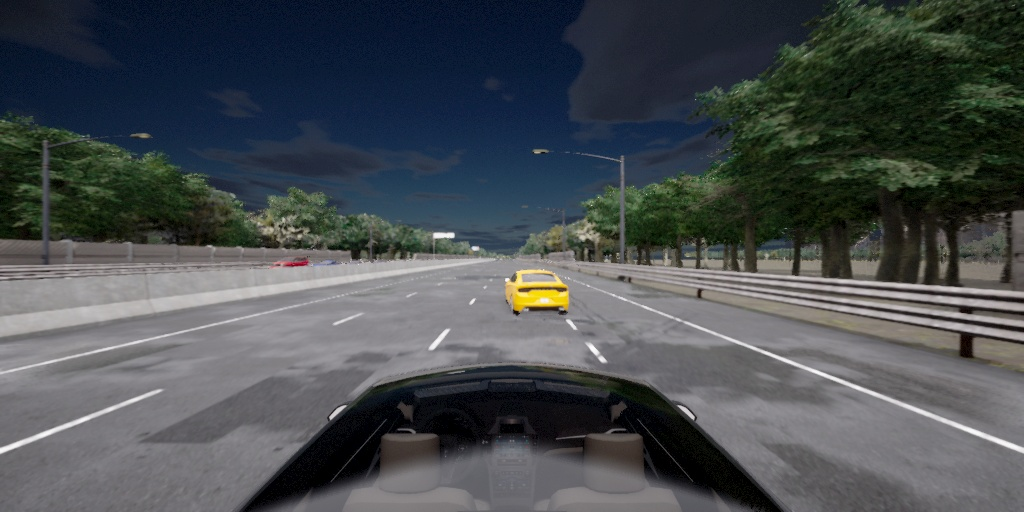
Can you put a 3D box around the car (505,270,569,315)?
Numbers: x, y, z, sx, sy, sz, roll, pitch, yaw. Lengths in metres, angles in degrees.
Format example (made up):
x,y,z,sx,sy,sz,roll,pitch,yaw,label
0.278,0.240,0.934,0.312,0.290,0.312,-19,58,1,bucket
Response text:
x,y,z,sx,sy,sz,roll,pitch,yaw,label
0.811,1.273,13.810,1.882,1.535,5.008,0,0,-5,car

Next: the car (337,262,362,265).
x,y,z,sx,sy,sz,roll,pitch,yaw,label
-21.140,1.439,48.165,1.994,1.385,4.181,0,0,0,car

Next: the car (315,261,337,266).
x,y,z,sx,sy,sz,roll,pitch,yaw,label
-24.636,1.353,48.008,1.882,1.535,5.008,0,0,0,car

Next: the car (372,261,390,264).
x,y,z,sx,sy,sz,roll,pitch,yaw,label
-17.643,1.366,48.277,2.128,1.511,4.902,0,0,0,car

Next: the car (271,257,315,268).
x,y,z,sx,sy,sz,roll,pitch,yaw,label
-28.137,1.089,45.793,2.150,2.045,5.566,0,0,0,car
